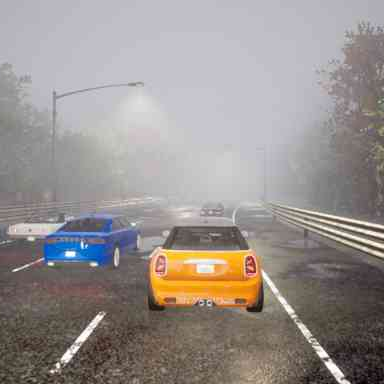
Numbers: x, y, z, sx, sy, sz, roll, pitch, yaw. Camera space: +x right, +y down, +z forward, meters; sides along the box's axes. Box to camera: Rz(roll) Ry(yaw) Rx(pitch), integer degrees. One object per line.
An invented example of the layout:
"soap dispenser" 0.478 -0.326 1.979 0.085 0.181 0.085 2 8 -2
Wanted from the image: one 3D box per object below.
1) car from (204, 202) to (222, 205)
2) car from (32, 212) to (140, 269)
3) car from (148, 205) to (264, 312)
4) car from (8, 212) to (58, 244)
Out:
"car" 1.681 1.536 26.488 2.033 1.411 5.357 0 0 8
"car" -3.044 1.468 11.150 1.882 1.535 5.008 0 0 3
"car" 0.321 1.348 7.877 2.097 1.767 4.553 0 0 2
"car" -6.306 1.581 15.550 1.895 1.301 4.718 0 0 4
